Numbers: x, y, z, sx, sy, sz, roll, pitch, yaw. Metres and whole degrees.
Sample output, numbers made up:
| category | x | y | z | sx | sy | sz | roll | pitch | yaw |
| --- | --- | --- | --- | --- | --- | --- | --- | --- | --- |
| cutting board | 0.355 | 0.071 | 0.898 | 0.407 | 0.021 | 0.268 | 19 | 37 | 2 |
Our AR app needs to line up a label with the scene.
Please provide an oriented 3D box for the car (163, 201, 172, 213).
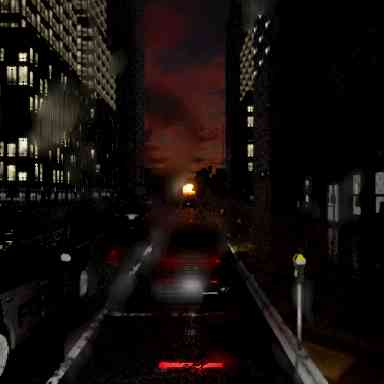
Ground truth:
| category | x | y | z | sx | sy | sz | roll | pitch | yaw |
| --- | --- | --- | --- | --- | --- | --- | --- | --- | --- |
| car | -3.104 | 1.590 | 33.769 | 1.895 | 1.301 | 4.718 | 0 | 0 | 1 |

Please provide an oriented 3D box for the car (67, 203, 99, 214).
| category | x | y | z | sx | sy | sz | roll | pitch | yaw |
| --- | --- | --- | --- | --- | --- | --- | --- | --- | --- |
| car | -8.832 | 1.575 | 27.183 | 1.802 | 1.307 | 4.206 | 0 | 0 | 0 |

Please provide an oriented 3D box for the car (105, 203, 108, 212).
| category | x | y | z | sx | sy | sz | roll | pitch | yaw |
| --- | --- | --- | --- | --- | --- | --- | --- | --- | --- |
| car | -8.833 | 1.537 | 38.569 | 2.008 | 1.369 | 4.403 | 0 | 0 | 0 |

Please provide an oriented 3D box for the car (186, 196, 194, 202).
| category | x | y | z | sx | sy | sz | roll | pitch | yaw |
| --- | --- | --- | --- | --- | --- | --- | --- | --- | --- |
| car | -0.452 | 1.533 | 78.399 | 1.802 | 1.307 | 4.206 | 0 | 0 | 0 |

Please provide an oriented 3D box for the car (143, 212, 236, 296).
| category | x | y | z | sx | sy | sz | roll | pitch | yaw |
| --- | --- | --- | --- | --- | --- | --- | --- | --- | --- |
| car | 0.000 | 1.503 | 8.649 | 1.837 | 1.490 | 4.892 | 0 | 0 | 0 |

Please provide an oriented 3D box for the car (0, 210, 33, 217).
| category | x | y | z | sx | sy | sz | roll | pitch | yaw |
| --- | --- | --- | --- | --- | --- | --- | --- | --- | --- |
| car | -8.833 | 1.563 | 15.800 | 1.947 | 1.339 | 4.313 | 0 | 0 | 0 |

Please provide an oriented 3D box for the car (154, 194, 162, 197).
| category | x | y | z | sx | sy | sz | roll | pitch | yaw |
| --- | --- | --- | --- | --- | --- | --- | --- | --- | --- |
| car | -8.832 | 1.391 | 78.413 | 1.967 | 1.590 | 4.097 | 0 | 0 | 0 |

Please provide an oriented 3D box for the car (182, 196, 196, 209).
| category | x | y | z | sx | sy | sz | roll | pitch | yaw |
| --- | --- | --- | --- | --- | --- | --- | --- | --- | --- |
| car | -0.452 | 1.548 | 44.248 | 1.947 | 1.339 | 4.313 | 0 | 0 | 0 |

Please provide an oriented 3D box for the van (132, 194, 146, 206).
| category | x | y | z | sx | sy | sz | roll | pitch | yaw |
| --- | --- | --- | --- | --- | --- | --- | --- | --- | --- |
| van | -8.832 | 1.315 | 55.646 | 1.690 | 1.788 | 3.998 | 0 | 0 | 0 |

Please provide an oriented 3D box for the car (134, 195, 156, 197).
| category | x | y | z | sx | sy | sz | roll | pitch | yaw |
| --- | --- | --- | --- | --- | --- | --- | --- | --- | --- |
| car | -6.196 | 1.508 | 43.543 | 1.812 | 1.442 | 4.674 | 0 | 0 | 0 |

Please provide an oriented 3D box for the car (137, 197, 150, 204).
| category | x | y | z | sx | sy | sz | roll | pitch | yaw |
| --- | --- | --- | --- | --- | --- | --- | --- | --- | --- |
| car | -8.832 | 1.550 | 61.338 | 1.802 | 1.307 | 4.206 | 0 | 0 | 0 |

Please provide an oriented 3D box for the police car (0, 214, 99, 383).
| category | x | y | z | sx | sy | sz | roll | pitch | yaw |
| --- | --- | --- | --- | --- | --- | --- | --- | --- | --- |
| police car | -3.145 | 1.424 | 5.278 | 1.930 | 1.638 | 5.238 | 0 | 0 | 0 |

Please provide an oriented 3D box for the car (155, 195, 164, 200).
| category | x | y | z | sx | sy | sz | roll | pitch | yaw |
| --- | --- | --- | --- | --- | --- | --- | --- | --- | --- |
| car | -8.832 | 1.504 | 89.799 | 1.947 | 1.339 | 4.313 | 0 | 0 | 0 |

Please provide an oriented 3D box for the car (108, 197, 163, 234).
| category | x | y | z | sx | sy | sz | roll | pitch | yaw |
| --- | --- | --- | --- | --- | --- | --- | --- | --- | --- |
| car | -3.100 | 1.348 | 19.311 | 2.097 | 1.767 | 4.553 | 0 | 0 | 0 |

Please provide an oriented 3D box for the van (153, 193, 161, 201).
| category | x | y | z | sx | sy | sz | roll | pitch | yaw |
| --- | --- | --- | --- | --- | --- | --- | --- | --- | --- |
| van | -8.831 | 1.285 | 84.106 | 1.690 | 1.788 | 3.998 | 0 | 0 | 0 |
